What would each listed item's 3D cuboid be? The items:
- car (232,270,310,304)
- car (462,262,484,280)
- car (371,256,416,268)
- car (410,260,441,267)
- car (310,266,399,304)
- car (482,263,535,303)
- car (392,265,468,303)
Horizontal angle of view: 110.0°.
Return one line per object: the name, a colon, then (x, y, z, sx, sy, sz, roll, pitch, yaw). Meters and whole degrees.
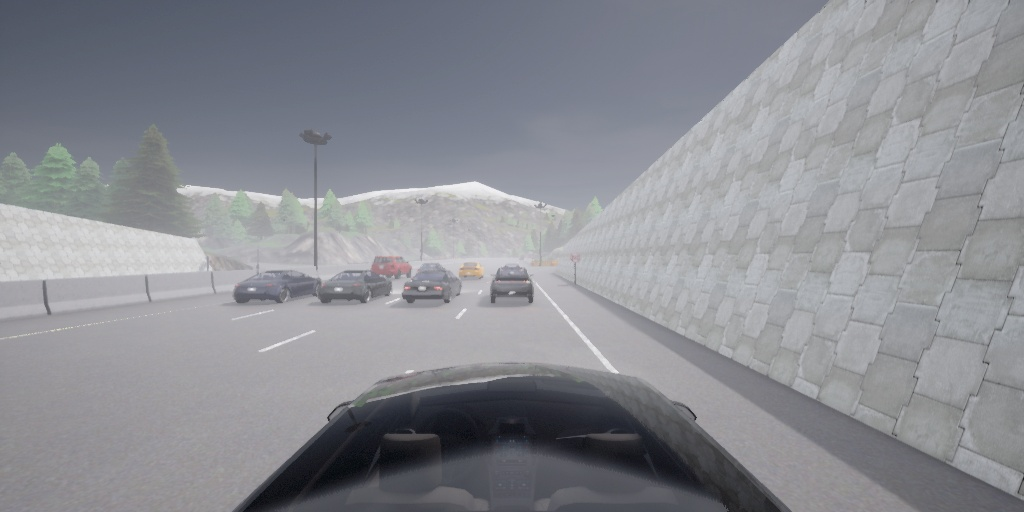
car: (-10.500, 1.319, 16.482, 1.994, 1.385, 4.181, 0, 0, 0)
car: (-3.500, 1.232, 31.482, 1.882, 1.535, 5.008, 0, 0, 0)
car: (-10.500, 1.005, 31.512, 2.150, 2.045, 5.566, 0, 0, 0)
car: (-7.000, 1.310, 31.482, 2.033, 1.411, 5.357, 0, 0, 0)
car: (-7.000, 1.319, 16.482, 1.994, 1.385, 4.181, 0, 0, 0)
car: (0.000, 1.242, 16.482, 2.128, 1.511, 4.902, 0, 0, 0)
car: (-3.500, 1.310, 16.482, 2.033, 1.411, 5.357, 0, 0, 0)
